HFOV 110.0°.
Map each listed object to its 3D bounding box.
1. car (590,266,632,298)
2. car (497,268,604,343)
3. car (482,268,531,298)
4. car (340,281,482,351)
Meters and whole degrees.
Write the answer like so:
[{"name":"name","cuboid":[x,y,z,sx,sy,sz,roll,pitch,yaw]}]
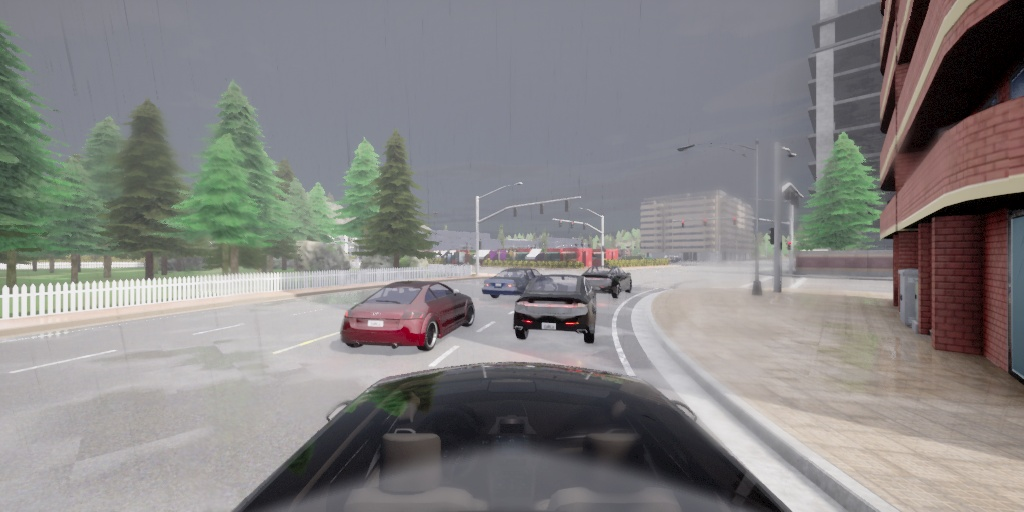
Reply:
[{"name":"car","cuboid":[4.846,1.236,18.346,2.128,1.511,4.902,1,1,29]},{"name":"car","cuboid":[1.349,1.241,9.787,2.128,1.511,4.902,0,0,14]},{"name":"car","cuboid":[0.473,1.297,17.834,2.033,1.411,5.357,0,0,25]},{"name":"car","cuboid":[-2.361,1.314,9.117,1.994,1.385,4.181,0,0,10]}]
